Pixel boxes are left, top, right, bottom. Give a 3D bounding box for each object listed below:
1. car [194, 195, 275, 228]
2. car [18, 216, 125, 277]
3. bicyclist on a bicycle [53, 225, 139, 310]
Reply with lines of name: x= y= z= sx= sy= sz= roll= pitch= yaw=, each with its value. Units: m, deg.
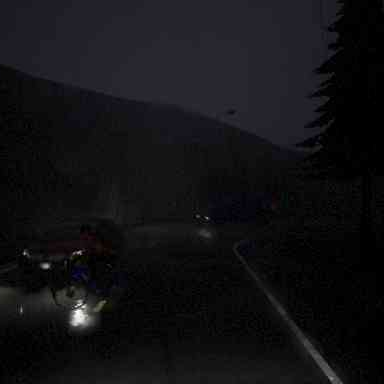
car: x=2.942 y=1.223 z=22.459 sx=5.566 sy=2.045 sz=2.150 roll=0 pitch=0 yaw=-22
car: x=-3.410 y=1.525 z=10.407 sx=1.812 sy=1.442 sz=4.674 roll=0 pitch=0 yaw=4
bicyclist on a bicycle: x=-1.853 y=1.455 z=6.353 sx=1.656 sy=1.620 sz=0.582 roll=-2 pitch=0 yaw=0
